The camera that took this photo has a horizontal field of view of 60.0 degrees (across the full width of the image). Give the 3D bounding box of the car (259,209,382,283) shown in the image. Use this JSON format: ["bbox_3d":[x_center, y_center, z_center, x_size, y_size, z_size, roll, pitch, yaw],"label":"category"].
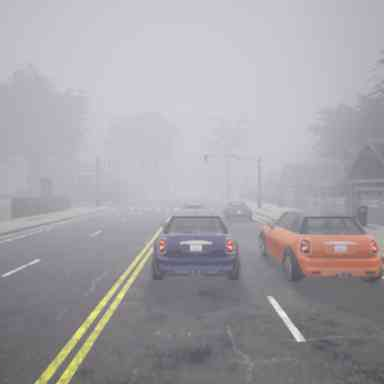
[{"bbox_3d":[3.346,1.273,9.599,2.097,1.767,4.553,0,1,0],"label":"car"}]

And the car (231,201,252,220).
[{"bbox_3d":[3.343,1.351,25.381,1.994,1.385,4.181,0,0,0],"label":"car"}]

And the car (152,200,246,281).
[{"bbox_3d":[0.094,1.272,9.707,2.097,1.767,4.553,0,1,0],"label":"car"}]
